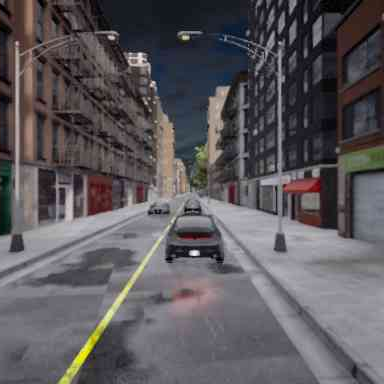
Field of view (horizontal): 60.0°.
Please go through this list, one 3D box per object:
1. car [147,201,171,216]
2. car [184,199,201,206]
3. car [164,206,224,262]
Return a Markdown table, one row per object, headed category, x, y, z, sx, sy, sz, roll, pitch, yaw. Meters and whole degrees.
| category | x | y | z | sx | sy | sz | roll | pitch | yaw |
| --- | --- | --- | --- | --- | --- | --- | --- | --- | --- |
| car | -3.027 | 1.550 | 31.572 | 1.994 | 1.385 | 4.181 | 0 | 0 | 0 |
| car | 0.066 | 1.544 | 38.813 | 1.994 | 1.385 | 4.181 | 0 | 0 | 0 |
| car | 0.077 | 1.499 | 12.030 | 1.837 | 1.490 | 4.892 | 0 | 1 | 0 |
